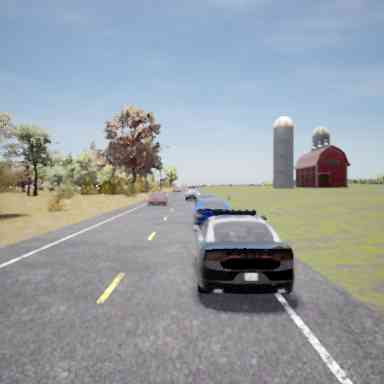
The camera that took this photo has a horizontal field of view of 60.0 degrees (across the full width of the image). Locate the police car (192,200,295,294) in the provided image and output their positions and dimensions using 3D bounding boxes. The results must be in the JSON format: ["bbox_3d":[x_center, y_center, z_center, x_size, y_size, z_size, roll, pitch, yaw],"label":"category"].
[{"bbox_3d":[1.047,1.232,8.442,1.930,1.638,5.238,0,1,0],"label":"police car"}]

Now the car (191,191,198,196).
[{"bbox_3d":[1.042,0.952,24.331,1.837,1.490,4.892,0,1,0],"label":"car"}]

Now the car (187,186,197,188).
[{"bbox_3d":[-0.015,-0.146,59.658,2.150,2.045,5.566,0,1,0],"label":"car"}]

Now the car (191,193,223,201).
[{"bbox_3d":[1.044,1.061,18.331,1.882,1.535,5.008,0,1,0],"label":"car"}]

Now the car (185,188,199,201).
[{"bbox_3d":[0.002,0.521,47.243,1.895,1.301,4.718,0,1,0],"label":"car"}]

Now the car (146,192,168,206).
[{"bbox_3d":[-3.594,0.718,35.418,1.812,1.442,4.674,0,1,0],"label":"car"}]

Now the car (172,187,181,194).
[{"bbox_3d":[-3.521,-0.460,76.801,1.882,1.535,5.008,0,1,0],"label":"car"}]
